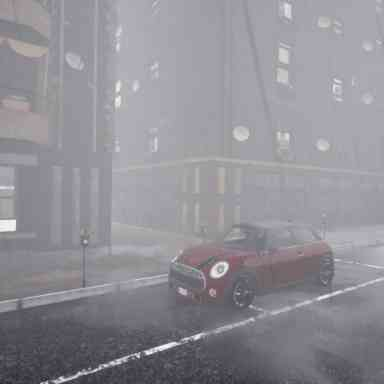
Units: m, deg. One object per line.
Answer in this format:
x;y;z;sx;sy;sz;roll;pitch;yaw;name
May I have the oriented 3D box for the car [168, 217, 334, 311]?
1.446;1.442;7.734;4.097;1.590;1.967;0;1;-35;car
